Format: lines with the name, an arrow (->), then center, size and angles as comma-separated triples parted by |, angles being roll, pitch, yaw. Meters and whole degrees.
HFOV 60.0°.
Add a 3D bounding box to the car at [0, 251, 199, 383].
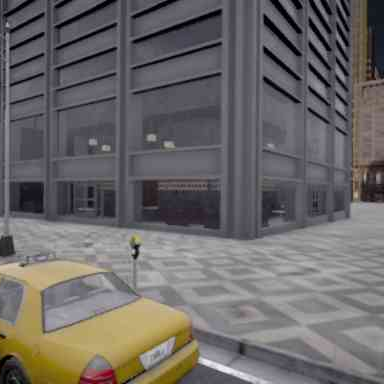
car -> -2.209, 1.497, 4.536 | 4.829, 1.417, 1.752 | 0, 0, 35
